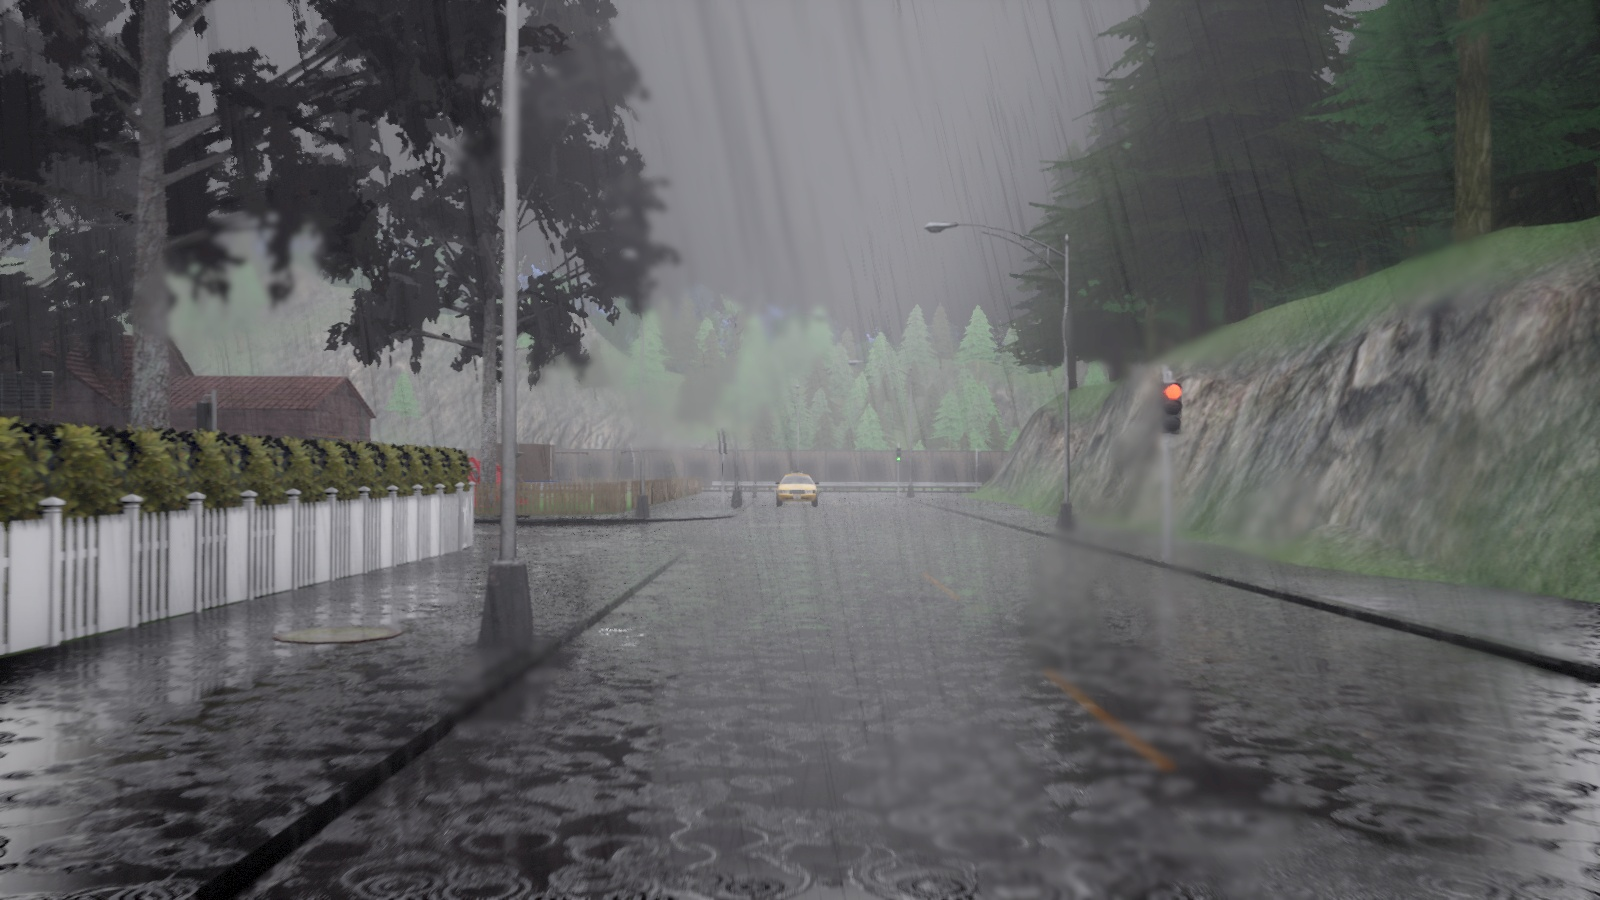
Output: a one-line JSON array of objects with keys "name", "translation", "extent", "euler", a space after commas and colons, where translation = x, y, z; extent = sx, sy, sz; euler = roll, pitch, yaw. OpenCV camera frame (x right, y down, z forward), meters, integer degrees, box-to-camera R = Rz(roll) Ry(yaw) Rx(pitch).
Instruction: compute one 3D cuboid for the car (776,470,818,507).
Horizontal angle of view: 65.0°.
[{"name": "car", "translation": [-0.119, 1.699, 56.463], "extent": [1.801, 1.575, 5.366], "euler": [0, -1, 0]}]
